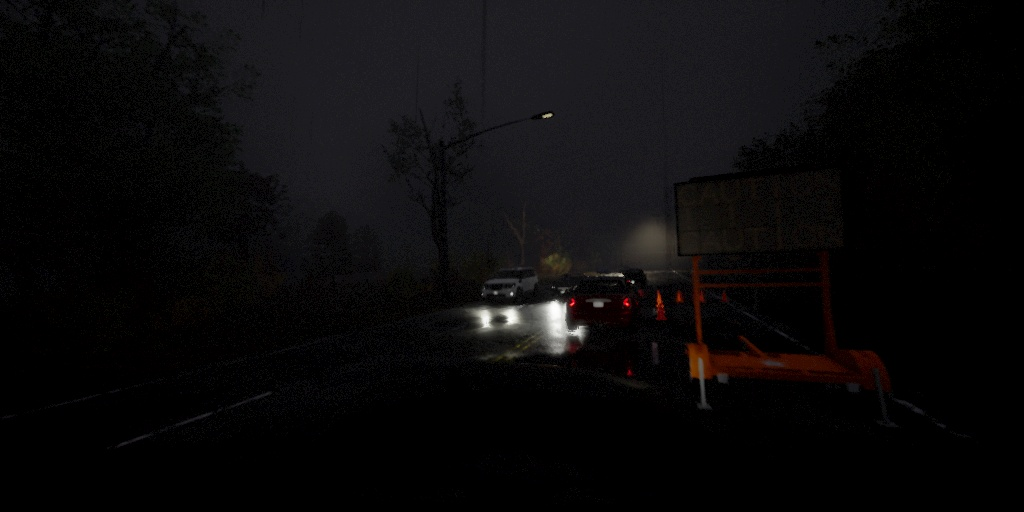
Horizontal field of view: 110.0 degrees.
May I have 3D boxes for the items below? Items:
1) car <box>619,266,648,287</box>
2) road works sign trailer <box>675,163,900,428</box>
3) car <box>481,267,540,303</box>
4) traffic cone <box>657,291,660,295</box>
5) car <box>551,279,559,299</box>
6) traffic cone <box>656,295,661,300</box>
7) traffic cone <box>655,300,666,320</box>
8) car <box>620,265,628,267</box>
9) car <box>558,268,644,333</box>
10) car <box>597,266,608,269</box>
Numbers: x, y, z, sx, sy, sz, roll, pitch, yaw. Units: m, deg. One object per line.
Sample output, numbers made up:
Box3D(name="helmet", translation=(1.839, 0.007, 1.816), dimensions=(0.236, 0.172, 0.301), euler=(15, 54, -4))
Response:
Box3D(name="car", translation=(10.477, 1.849, 30.708), dimensions=(1.837, 1.490, 4.892), euler=(-3, -2, 22))
Box3D(name="road works sign trailer", translation=(4.203, 0.364, 6.071), dimensions=(2.380, 3.560, 2.880), euler=(0, 0, 22))
Box3D(name="car", translation=(0.068, 1.738, 22.654), dimensions=(2.150, 2.045, 5.566), euler=(-3, -2, 21))
Box3D(name="traffic cone", translation=(6.899, 2.054, 16.801), dimensions=(0.340, 0.580, 0.340), euler=(0, 0, 21))
Box3D(name="car", translation=(3.891, 1.886, 23.457), dimensions=(2.128, 1.511, 4.902), euler=(-3, -2, 22))
Box3D(name="traffic cone", translation=(6.168, 2.030, 14.940), dimensions=(0.340, 0.580, 0.340), euler=(0, 0, 21))
Box3D(name="traffic cone", translation=(5.437, 2.005, 13.079), dimensions=(0.340, 0.580, 0.340), euler=(0, 0, 21))
Box3D(name="car", translation=(19.412, 2.346, 62.078), dimensions=(1.837, 1.490, 4.892), euler=(-3, -1, 22))
Box3D(name="car", translation=(3.305, 1.471, 12.527), dimensions=(2.097, 1.767, 4.553), euler=(-3, -2, 21))
Box3D(name="car", translation=(15.686, 2.496, 61.531), dimensions=(1.812, 1.442, 4.674), euler=(-3, -2, 23))
